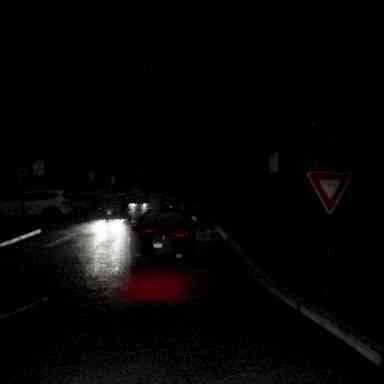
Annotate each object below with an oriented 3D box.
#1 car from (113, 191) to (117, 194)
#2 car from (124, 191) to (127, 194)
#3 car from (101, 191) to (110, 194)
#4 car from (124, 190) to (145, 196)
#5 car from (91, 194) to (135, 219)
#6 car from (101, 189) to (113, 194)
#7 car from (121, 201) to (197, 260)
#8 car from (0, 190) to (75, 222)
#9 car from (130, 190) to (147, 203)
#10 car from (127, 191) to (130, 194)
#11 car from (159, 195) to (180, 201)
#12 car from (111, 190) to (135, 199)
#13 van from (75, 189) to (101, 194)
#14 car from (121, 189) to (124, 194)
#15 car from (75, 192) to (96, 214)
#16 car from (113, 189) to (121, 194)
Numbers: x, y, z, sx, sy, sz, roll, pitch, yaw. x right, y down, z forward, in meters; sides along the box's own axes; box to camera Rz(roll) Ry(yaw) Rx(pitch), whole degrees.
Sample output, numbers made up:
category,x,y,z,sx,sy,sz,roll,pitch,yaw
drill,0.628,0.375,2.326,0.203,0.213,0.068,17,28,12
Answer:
category,x,y,z,sx,sy,sz,roll,pitch,yaw
car,-12.531,0.964,42.841,4.674,1.452,2.002,-1,1,-24
car,-13.177,0.844,51.841,4.792,1.488,2.163,-1,1,-24
car,-12.070,0.999,36.847,5.008,1.535,2.097,-1,1,-24
car,-16.215,0.395,93.800,5.366,1.575,1.946,-1,0,-25
car,-5.889,1.153,25.329,2.128,1.511,4.902,0,1,-4
car,-12.338,0.836,39.837,4.553,1.767,2.185,-1,1,-24
car,-0.892,1.314,11.720,1.882,1.535,5.008,1,1,1
car,-10.935,0.938,21.851,5.566,2.045,2.435,-1,1,-25
car,-7.605,0.894,48.701,1.812,1.442,4.674,0,1,-4
car,-13.402,0.528,54.829,5.566,2.045,2.435,-1,1,-24
car,-2.169,1.082,32.142,1.837,1.490,4.892,0,1,-4
car,-14.569,0.496,69.776,4.553,1.767,2.185,-1,0,-24
van,-11.956,0.813,33.799,4.442,1.987,1.878,-1,1,-24
car,-12.948,0.724,48.834,4.553,1.767,2.185,-1,1,-24
car,-11.215,1.107,27.943,5.366,1.575,1.946,-1,1,-24
car,-12.724,0.760,45.841,4.553,1.767,2.185,-1,1,-24
